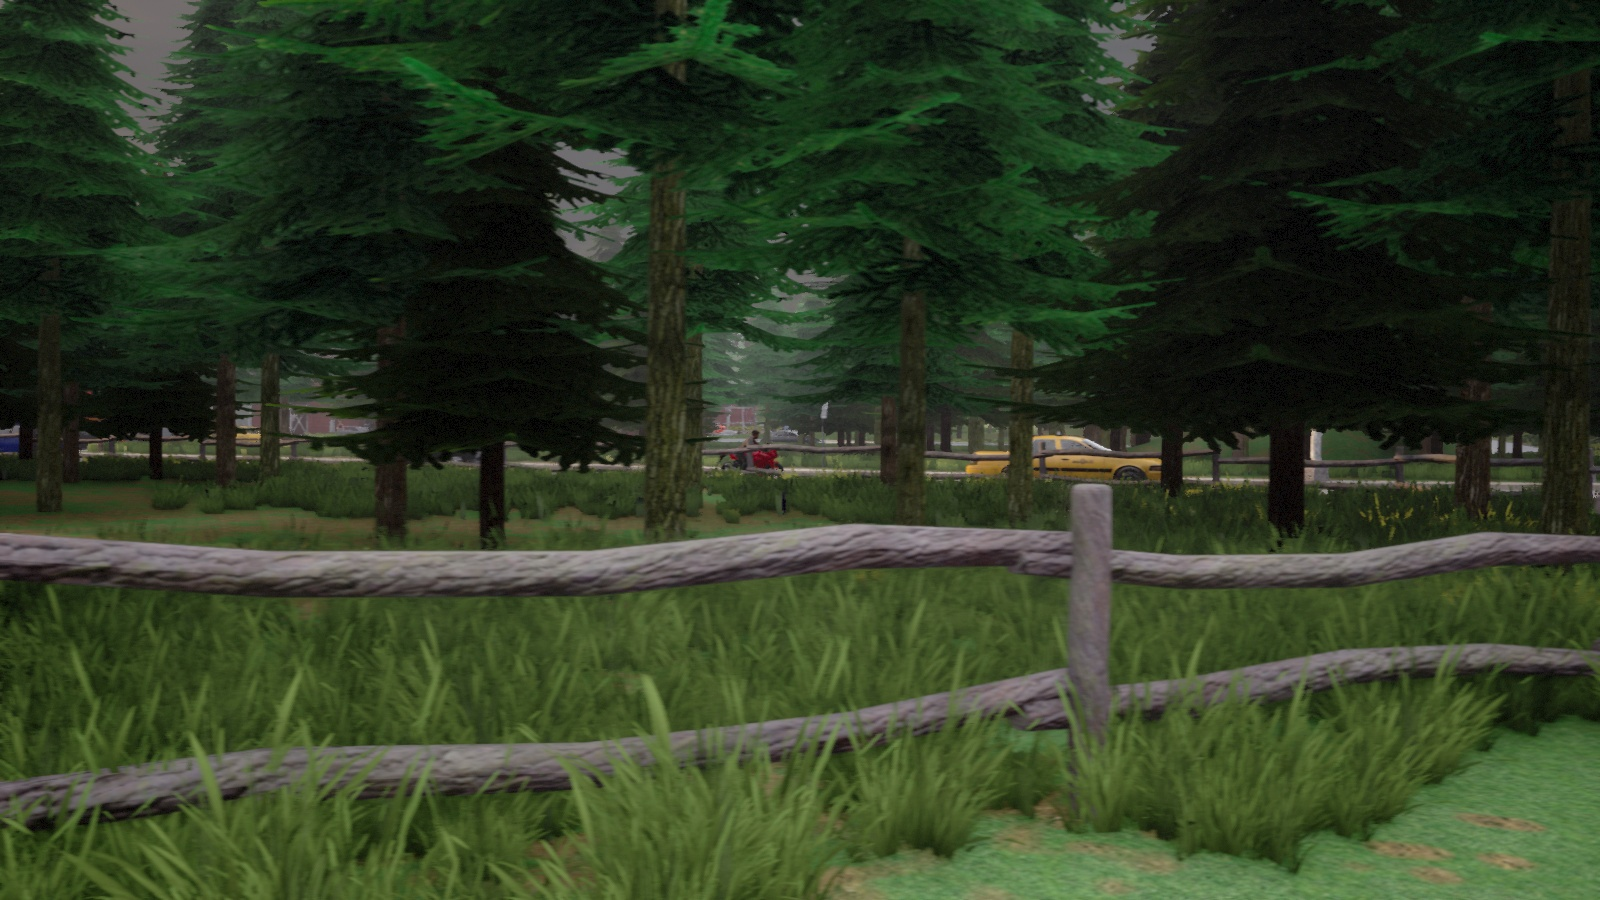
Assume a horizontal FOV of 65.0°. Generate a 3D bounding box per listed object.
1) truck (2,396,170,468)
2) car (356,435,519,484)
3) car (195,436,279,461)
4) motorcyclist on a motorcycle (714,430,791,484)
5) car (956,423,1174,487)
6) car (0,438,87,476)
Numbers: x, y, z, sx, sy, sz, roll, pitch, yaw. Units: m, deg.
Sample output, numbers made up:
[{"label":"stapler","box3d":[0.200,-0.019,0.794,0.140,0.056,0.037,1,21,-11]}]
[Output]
[{"label":"truck","box3d":[-40.616,-1.031,71.852,2.891,3.827,8.468,0,1,20]},{"label":"car","box3d":[-11.603,0.281,40.179,4.892,1.490,1.837,0,1,21]},{"label":"car","box3d":[-36.817,-0.133,82.286,1.801,1.575,5.366,0,1,20]},{"label":"motorcyclist on a motorcycle","box3d":[-1.371,0.207,36.215,2.044,1.523,0.797,-1,1,21]},{"label":"car","box3d":[6.953,0.121,32.996,5.366,1.575,1.801,0,1,21]},{"label":"car","box3d":[-32.244,0.288,52.168,5.008,1.535,1.882,0,1,23]}]
